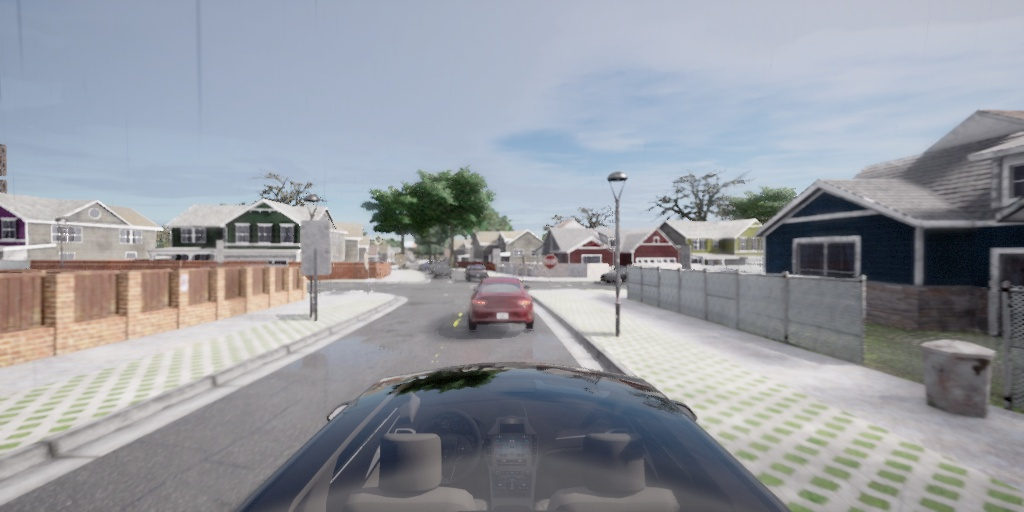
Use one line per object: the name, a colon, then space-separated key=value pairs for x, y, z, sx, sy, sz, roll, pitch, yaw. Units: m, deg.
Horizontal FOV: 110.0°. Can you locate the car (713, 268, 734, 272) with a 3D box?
car: x=19.285 y=1.807 z=32.968 sx=4.181 sy=1.385 sz=1.994 roll=1 pitch=0 yaw=-17

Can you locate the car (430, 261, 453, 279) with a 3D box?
car: x=-7.503 y=1.640 z=38.591 sx=1.837 sy=1.490 sz=4.892 roll=0 pitch=-1 yaw=-14

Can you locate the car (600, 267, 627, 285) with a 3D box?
car: x=9.805 y=1.634 z=30.239 sx=4.892 sy=1.490 sz=1.837 roll=1 pitch=0 yaw=-15

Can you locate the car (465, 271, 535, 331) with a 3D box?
car: x=-0.371 y=1.369 z=11.330 sx=1.812 sy=1.442 sz=4.674 roll=0 pitch=-1 yaw=-3

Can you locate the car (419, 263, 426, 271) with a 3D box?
car: x=-15.142 y=1.941 z=62.727 sx=2.033 sy=1.411 sz=5.357 roll=0 pitch=0 yaw=-21

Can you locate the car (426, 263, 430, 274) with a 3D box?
car: x=-10.103 y=1.741 z=48.187 sx=1.837 sy=1.490 sz=4.892 roll=0 pitch=0 yaw=-17

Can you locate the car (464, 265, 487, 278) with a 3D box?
car: x=-3.460 y=1.562 z=34.025 sx=2.128 sy=1.511 sz=4.902 roll=0 pitch=-1 yaw=-11
